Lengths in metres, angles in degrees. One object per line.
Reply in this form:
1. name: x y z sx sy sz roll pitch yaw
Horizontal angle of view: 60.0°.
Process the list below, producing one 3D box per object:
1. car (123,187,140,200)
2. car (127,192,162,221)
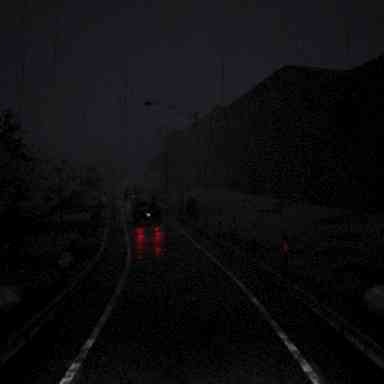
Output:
1. car: -7.529 0.112 41.864 2.128 1.511 4.902 0 3 -13
2. car: -3.310 1.125 23.700 2.128 1.511 4.902 0 3 -13
